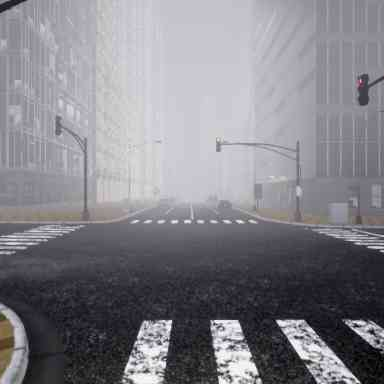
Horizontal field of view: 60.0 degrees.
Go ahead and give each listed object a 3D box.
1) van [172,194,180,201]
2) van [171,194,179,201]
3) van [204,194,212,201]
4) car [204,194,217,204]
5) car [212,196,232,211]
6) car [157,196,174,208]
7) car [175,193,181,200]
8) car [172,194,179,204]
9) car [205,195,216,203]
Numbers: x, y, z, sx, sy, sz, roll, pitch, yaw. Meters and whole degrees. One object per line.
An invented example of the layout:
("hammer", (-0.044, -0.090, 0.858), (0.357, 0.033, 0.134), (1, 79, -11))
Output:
("van", (-4.088, 1.315, 86.019), (1.690, 1.788, 3.998), (0, 0, 0))
("van", (-4.071, 1.321, 80.492), (1.690, 1.788, 3.998), (0, 0, 0))
("van", (3.809, 1.321, 80.516), (1.690, 1.788, 3.998), (0, 0, 0))
("car", (3.860, 1.313, 63.932), (2.192, 1.841, 5.009), (0, 0, 0))
("car", (3.976, 1.579, 41.824), (1.947, 1.339, 4.313), (0, 0, 0))
("car", (-3.970, 1.592, 47.326), (1.802, 1.307, 4.206), (0, 0, 0))
("car", (-4.054, 1.426, 74.964), (1.967, 1.590, 4.097), (0, 0, 0))
("car", (-4.020, 1.564, 63.909), (1.947, 1.339, 4.313), (0, 0, 0))
("car", (3.843, 1.432, 69.461), (1.967, 1.590, 4.097), (0, 0, 0))
